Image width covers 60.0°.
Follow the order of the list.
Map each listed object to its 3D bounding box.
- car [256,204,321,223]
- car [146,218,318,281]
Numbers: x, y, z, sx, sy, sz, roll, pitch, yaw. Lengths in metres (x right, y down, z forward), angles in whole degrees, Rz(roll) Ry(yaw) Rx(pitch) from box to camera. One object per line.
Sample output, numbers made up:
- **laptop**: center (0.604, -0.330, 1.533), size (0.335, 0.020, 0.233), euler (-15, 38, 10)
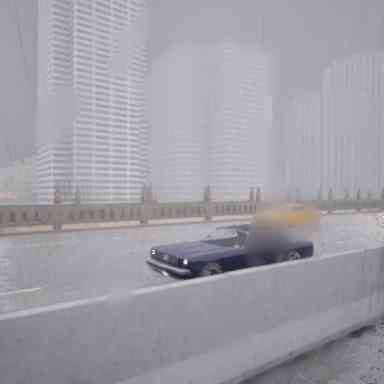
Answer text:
- **car**: center (6.199, 1.533, 21.311), size (5.008, 1.535, 1.882), euler (0, 0, -35)
- **car**: center (1.179, 1.621, 9.131), size (4.718, 1.301, 1.895), euler (0, 0, -36)
